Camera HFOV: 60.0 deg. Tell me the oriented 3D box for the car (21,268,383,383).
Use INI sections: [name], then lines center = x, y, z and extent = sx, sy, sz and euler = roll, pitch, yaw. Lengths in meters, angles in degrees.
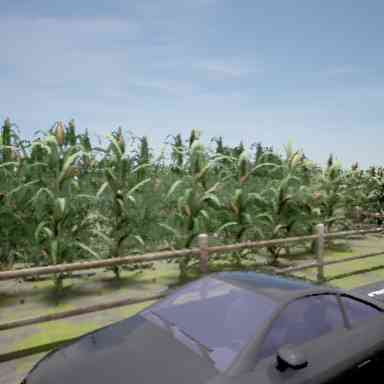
[car]
center = 0.558, 1.561, 3.313
extent = 4.181, 1.385, 1.994
euler = 0, 0, -34
